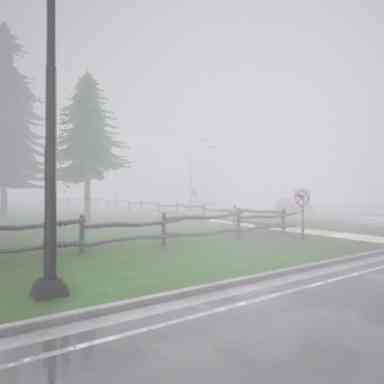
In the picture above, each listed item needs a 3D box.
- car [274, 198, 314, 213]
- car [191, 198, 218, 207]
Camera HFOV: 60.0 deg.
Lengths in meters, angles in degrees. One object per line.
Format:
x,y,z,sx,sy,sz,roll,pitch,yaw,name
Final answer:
12.006,1.488,39.269,2.097,1.767,4.553,0,0,-35,car
1.935,1.736,53.767,2.033,1.411,5.357,0,0,-35,car
